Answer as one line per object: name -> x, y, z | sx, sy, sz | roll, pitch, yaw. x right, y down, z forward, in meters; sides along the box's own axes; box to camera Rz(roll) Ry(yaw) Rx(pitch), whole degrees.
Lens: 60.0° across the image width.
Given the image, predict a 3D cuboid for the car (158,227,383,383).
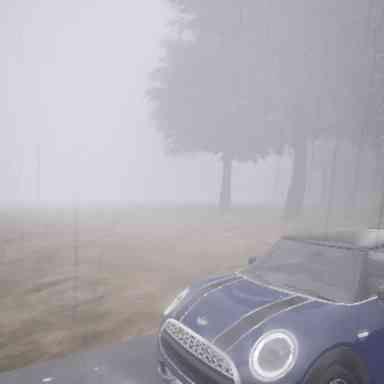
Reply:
car -> 1.837, 1.336, 4.408 | 4.553, 1.767, 2.097 | 0, 0, -32
